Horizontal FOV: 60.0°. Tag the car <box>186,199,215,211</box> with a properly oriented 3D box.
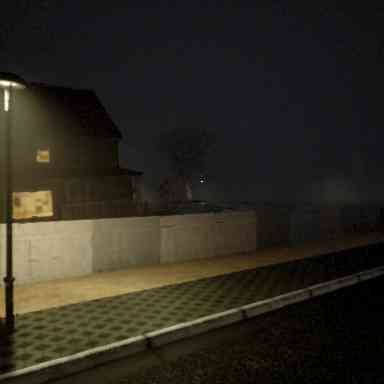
[{"bbox_3d":[0.928,1.676,42.590,1.837,1.490,4.892,-5,3,-40],"label":"car"}]
